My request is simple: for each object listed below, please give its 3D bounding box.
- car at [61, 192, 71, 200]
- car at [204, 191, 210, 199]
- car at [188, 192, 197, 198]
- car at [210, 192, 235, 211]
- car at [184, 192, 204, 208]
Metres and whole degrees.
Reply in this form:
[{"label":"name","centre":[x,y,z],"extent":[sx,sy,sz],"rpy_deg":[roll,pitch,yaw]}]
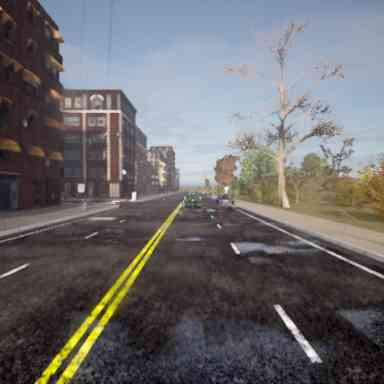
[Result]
[{"label":"car","centre":[-22.777,0.707,56.152],"extent":[4.403,1.369,2.008],"rpy_deg":[1,0,-1]},{"label":"car","centre":[3.276,0.613,69.188],"extent":[2.128,1.511,4.902],"rpy_deg":[0,1,0]},{"label":"car","centre":[0.031,0.773,83.171],"extent":[2.128,1.511,4.902],"rpy_deg":[0,0,0]},{"label":"car","centre":[3.263,0.907,34.415],"extent":[2.033,1.649,4.856],"rpy_deg":[0,1,0]},{"label":"car","centre":[0.112,0.973,40.927],"extent":[2.097,1.767,4.553],"rpy_deg":[0,0,0]}]
